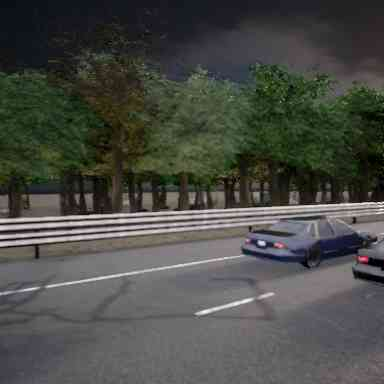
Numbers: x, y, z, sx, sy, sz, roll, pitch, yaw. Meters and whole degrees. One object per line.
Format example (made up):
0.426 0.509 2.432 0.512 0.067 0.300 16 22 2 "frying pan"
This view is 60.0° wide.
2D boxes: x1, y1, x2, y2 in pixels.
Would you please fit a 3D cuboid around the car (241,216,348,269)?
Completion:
4.065 1.514 11.014 5.357 1.411 2.033 0 0 -35 "car"

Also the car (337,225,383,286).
6.088 1.514 8.159 5.357 1.411 2.033 0 0 -35 "car"
